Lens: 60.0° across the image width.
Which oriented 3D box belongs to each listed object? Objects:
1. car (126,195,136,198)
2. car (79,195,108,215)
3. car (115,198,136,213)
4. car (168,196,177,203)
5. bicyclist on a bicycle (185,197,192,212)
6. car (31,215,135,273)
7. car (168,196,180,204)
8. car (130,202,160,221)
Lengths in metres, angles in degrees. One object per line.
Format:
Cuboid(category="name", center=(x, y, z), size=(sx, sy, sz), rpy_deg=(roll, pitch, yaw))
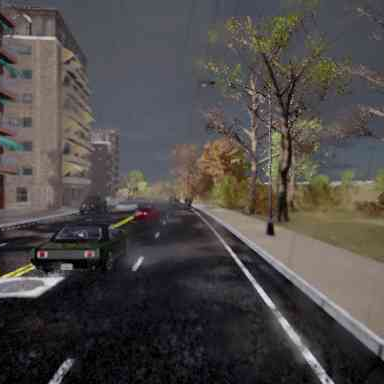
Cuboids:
Cuboid(category="car", center=(-14.252, 1.408, 78.078), size=(2.097, 1.767, 4.553), rpy_deg=(0, 0, -6))
Cuboid(category="car", center=(-10.888, 1.383, 37.164), size=(2.150, 2.045, 5.566), rpy_deg=(0, 0, -3))
Cuboid(category="car", center=(-7.742, 1.767, 39.135), size=(1.895, 1.301, 4.718), rpy_deg=(0, 0, -3))
Cuboid(category="car", center=(-4.626, 1.758, 79.762), size=(1.882, 1.535, 5.008), rpy_deg=(0, 0, -7))
Cuboid(category="bicyclist on a bicycle", center=(-0.243, 1.609, 39.183), size=(0.582, 1.620, 1.656), rpy_deg=(0, -1, -3))
Cuboid(category="car", center=(-3.256, 1.649, 10.799), size=(1.895, 1.301, 4.718), rpy_deg=(0, 0, -1))
Cuboid(category="car", center=(-3.490, 1.796, 69.196), size=(2.128, 1.511, 4.902), rpy_deg=(0, 0, -6))
Cuboid(category="car", center=(-3.772, 1.684, 28.383), size=(1.994, 1.385, 4.181), rpy_deg=(0, 0, -2))
